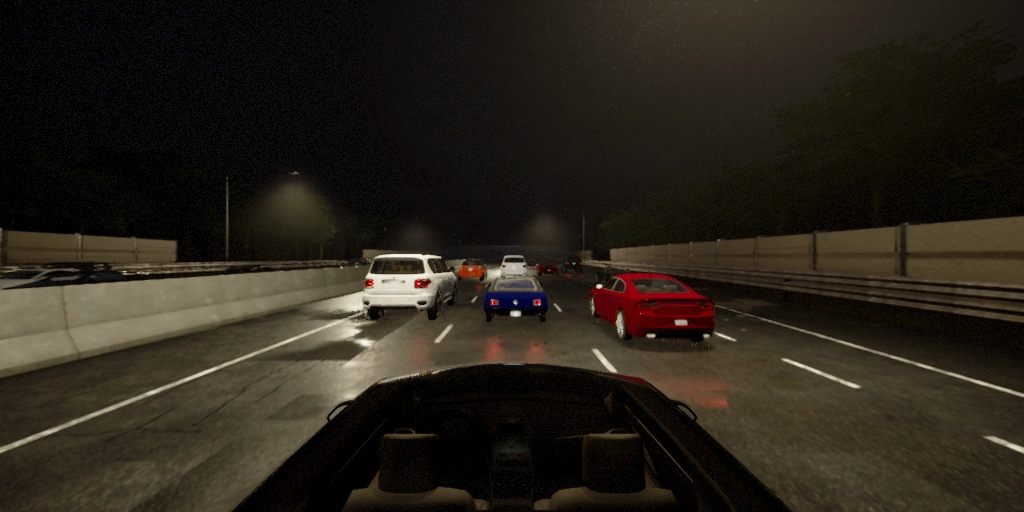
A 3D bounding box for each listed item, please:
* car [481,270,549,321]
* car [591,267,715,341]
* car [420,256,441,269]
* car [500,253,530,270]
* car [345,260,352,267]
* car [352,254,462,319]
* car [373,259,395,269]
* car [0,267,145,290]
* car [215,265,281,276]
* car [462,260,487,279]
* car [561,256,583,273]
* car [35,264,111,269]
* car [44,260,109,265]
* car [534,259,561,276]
[{"bbox_3d":[0.113,1.346,12.378,1.895,1.301,4.718,0,0,0],"label":"car"},{"bbox_3d":[3.509,1.225,9.899,1.882,1.535,5.008,0,0,0],"label":"car"},{"bbox_3d":[-13.682,1.010,60.679,2.150,2.045,5.566,0,0,1],"label":"car"},{"bbox_3d":[0.186,0.978,30.745,2.150,2.045,5.566,0,0,0],"label":"car"},{"bbox_3d":[-24.240,1.134,56.323,2.097,1.767,4.553,0,0,1],"label":"car"},{"bbox_3d":[-3.386,0.966,12.920,2.150,2.045,5.566,0,0,0],"label":"car"},{"bbox_3d":[-20.710,1.289,58.316,1.837,1.490,4.892,0,0,1],"label":"car"},{"bbox_3d":[-17.579,1.306,14.651,1.994,1.385,4.181,0,0,0],"label":"car"},{"bbox_3d":[-14.065,1.249,18.982,1.837,1.490,4.892,0,0,0],"label":"car"},{"bbox_3d":[-3.311,1.108,30.960,2.097,1.767,4.553,0,0,0],"label":"car"},{"bbox_3d":[7.279,0.997,44.418,2.150,2.045,5.566,0,0,1],"label":"car"},{"bbox_3d":[-21.075,1.268,16.067,1.812,1.442,4.674,0,0,0],"label":"car"},{"bbox_3d":[-24.403,1.094,19.523,2.097,1.767,4.553,0,0,-2],"label":"car"},{"bbox_3d":[3.629,1.244,37.374,1.882,1.535,5.008,0,0,0],"label":"car"}]
